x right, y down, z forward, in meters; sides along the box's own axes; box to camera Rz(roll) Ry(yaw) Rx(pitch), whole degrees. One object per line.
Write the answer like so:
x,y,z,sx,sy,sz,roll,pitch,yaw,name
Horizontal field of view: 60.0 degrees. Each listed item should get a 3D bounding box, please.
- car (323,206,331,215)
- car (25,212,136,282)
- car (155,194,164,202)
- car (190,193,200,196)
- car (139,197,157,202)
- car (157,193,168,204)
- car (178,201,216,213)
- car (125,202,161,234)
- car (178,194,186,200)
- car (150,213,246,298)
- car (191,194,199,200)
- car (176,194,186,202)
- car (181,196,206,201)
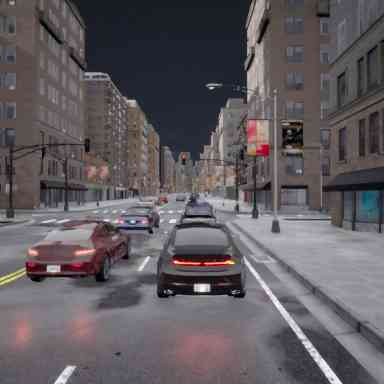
15.534,1.618,33.136,4.674,1.442,1.812,0,-1,1,car
-3.026,1.526,9.636,1.812,1.442,4.674,0,0,1,car
-6.124,1.497,54.145,1.812,1.442,4.674,0,0,1,car
0.627,1.164,75.283,2.150,2.045,5.566,0,0,0,car
-6.211,1.581,44.134,1.895,1.301,4.718,0,0,0,car
-5.986,1.183,65.341,2.150,2.045,5.566,0,0,1,car
0.291,1.490,17.896,2.128,1.511,4.902,0,0,-1,car
-2.958,1.545,19.203,2.033,1.411,5.357,0,0,0,car
-2.542,1.244,85.699,1.882,1.535,5.008,0,0,0,car
0.205,1.506,8.500,1.837,1.490,4.892,0,0,0,car
0.708,1.244,85.673,1.882,1.535,5.008,0,0,0,car
-2.620,1.492,75.696,1.994,1.385,4.181,0,0,0,car
0.690,1.519,38.261,1.812,1.442,4.674,-2,1,-22,car
